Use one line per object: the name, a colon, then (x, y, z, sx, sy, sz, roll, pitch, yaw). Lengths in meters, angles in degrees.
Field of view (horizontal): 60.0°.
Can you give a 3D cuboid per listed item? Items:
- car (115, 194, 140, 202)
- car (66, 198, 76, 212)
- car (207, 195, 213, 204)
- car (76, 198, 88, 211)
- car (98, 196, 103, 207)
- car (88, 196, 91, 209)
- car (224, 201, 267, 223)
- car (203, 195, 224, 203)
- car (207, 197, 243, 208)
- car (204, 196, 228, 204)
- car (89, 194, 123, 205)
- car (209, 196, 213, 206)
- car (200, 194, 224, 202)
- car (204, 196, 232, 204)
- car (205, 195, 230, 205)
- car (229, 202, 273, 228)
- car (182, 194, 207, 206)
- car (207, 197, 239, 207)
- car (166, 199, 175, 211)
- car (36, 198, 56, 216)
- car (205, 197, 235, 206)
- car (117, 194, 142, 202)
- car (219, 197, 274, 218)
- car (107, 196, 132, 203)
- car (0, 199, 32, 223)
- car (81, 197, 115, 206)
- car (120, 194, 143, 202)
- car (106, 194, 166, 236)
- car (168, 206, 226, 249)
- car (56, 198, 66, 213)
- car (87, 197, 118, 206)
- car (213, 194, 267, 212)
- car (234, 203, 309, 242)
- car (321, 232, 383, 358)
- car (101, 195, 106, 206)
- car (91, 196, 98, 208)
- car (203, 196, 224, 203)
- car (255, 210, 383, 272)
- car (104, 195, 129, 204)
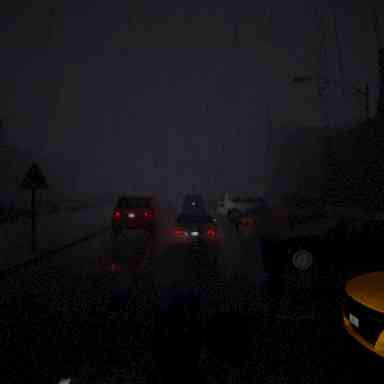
car: (-15.537, 1.461, 79.996, 5.566, 2.045, 2.435, 0, -1, 0)
car: (-15.771, 1.479, 35.880, 5.366, 1.575, 1.946, 0, 0, 0)
car: (4.802, 1.515, 46.230, 4.892, 1.521, 2.231, 0, 0, 0)
car: (-15.400, 1.484, 38.643, 5.366, 1.575, 1.946, 0, 0, 0)
car: (-15.579, 1.549, 46.877, 4.674, 1.452, 2.002, 0, 0, 0)
car: (-15.555, 1.523, 41.400, 4.792, 1.488, 2.163, 0, 0, 0)
car: (4.707, 1.503, 21.218, 4.792, 1.488, 2.163, 0, 0, 0)
car: (4.831, 1.521, 74.144, 4.553, 1.767, 2.185, 0, 0, 0)
car: (4.797, 1.524, 49.009, 5.008, 1.535, 2.097, 0, 0, 0)
car: (4.855, 1.613, 68.463, 4.892, 1.521, 2.231, 0, 0, 0)
car: (-15.603, 1.319, 60.701, 5.566, 2.045, 2.435, 0, 0, 0)
car: (4.783, 1.494, 38.017, 4.892, 1.521, 2.231, 0, 0, 0)
car: (4.847, 1.446, 79.698, 5.566, 2.045, 2.435, 0, -1, 0)
car: (5.027, 1.595, 65.683, 5.366, 1.575, 1.946, 0, 0, 0)
car: (4.808, 1.458, 63.022, 4.553, 1.767, 2.185, 0, 0, 0)
car: (4.700, 1.503, 18.440, 4.792, 1.488, 2.163, 0, 0, 0)
car: (0.156, 1.227, 34.125, 2.150, 2.045, 5.566, 0, 0, 0)
car: (4.838, 1.563, 51.914, 4.792, 1.488, 2.163, 0, 0, 0)
car: (-2.839, 1.534, 36.113, 1.812, 1.442, 4.674, 0, 0, 0)
car: (-15.763, 1.473, 30.365, 5.366, 1.575, 1.946, 0, 0, 0)
car: (4.828, 1.557, 57.472, 5.008, 1.535, 2.097, 0, 0, 0)
car: (-15.536, 1.497, 82.754, 5.566, 2.045, 2.435, 0, -1, 0)
car: (4.788, 1.353, 29.591, 4.553, 1.767, 2.185, 0, 0, 0)
car: (-15.564, 1.635, 71.729, 5.008, 1.535, 2.097, 0, 0, 0)
car: (-15.541, 1.224, 24.853, 5.566, 2.045, 2.435, 0, 0, 0)
car: (-15.572, 1.542, 55.185, 5.008, 1.535, 2.097, 0, 0, 0)
car: (-15.535, 1.543, 85.506, 5.566, 2.045, 2.435, 0, -1, 0)
car: (-2.880, 1.215, 18.550, 2.150, 2.045, 5.566, 0, 0, 0)
car: (0.109, 1.542, 14.389, 2.033, 1.411, 5.357, 0, 0, 0)
car: (-15.611, 1.508, 33.123, 4.792, 1.488, 2.163, 0, 0, 0)
car: (-15.547, 1.585, 57.941, 4.792, 1.488, 2.163, 0, 0, 0)
car: (4.777, 1.224, 26.779, 5.566, 2.045, 2.435, 0, 0, 0)
car: (4.908, 1.471, 15.660, 5.366, 1.575, 1.946, 0, 0, 0)
car: (4.712, 1.479, 4.552, 5.008, 1.535, 2.097, 0, 0, 0)
car: (-15.609, 1.548, 49.672, 4.792, 1.488, 2.163, 0, 0, 0)
car: (-15.553, 1.530, 44.156, 4.792, 1.488, 2.163, 0, 0, 0)
car: (4.867, 1.709, 76.920, 4.674, 1.452, 2.002, 0, 0, 0)
car: (4.715, 1.477, 10.227, 5.008, 1.535, 2.097, 0, 0, 0)
car: (-15.602, 1.493, 68.972, 4.553, 1.767, 2.185, 0, 0, 0)
